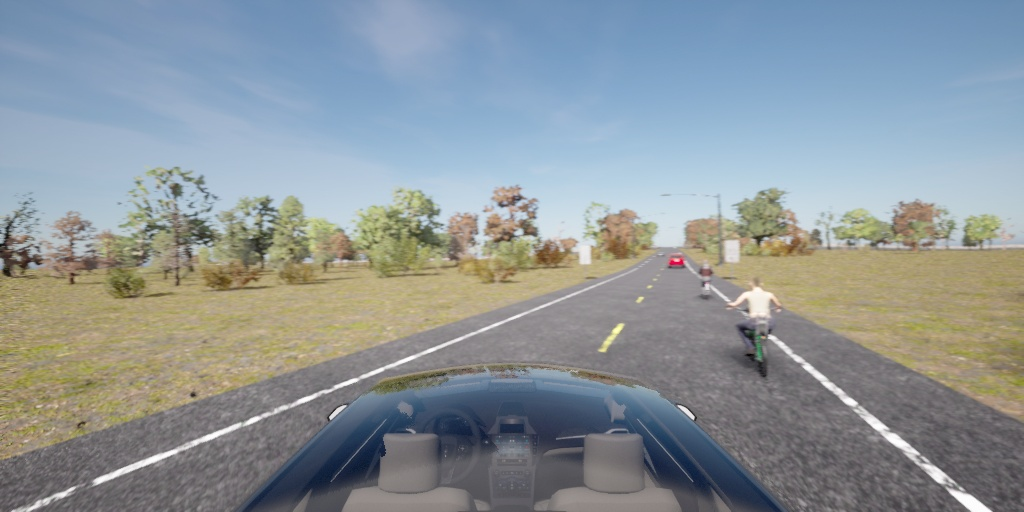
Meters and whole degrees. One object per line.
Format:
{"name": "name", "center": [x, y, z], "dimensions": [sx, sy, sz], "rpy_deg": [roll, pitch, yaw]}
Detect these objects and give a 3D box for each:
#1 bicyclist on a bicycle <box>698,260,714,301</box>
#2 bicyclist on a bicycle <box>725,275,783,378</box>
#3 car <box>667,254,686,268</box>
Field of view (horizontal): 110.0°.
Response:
{"name": "bicyclist on a bicycle", "center": [8.563, 1.041, 15.841], "dimensions": [0.659, 1.776, 1.843], "rpy_deg": [-1, 0, 24]}
{"name": "bicyclist on a bicycle", "center": [4.190, 1.129, 6.161], "dimensions": [0.866, 1.612, 1.509], "rpy_deg": [-1, 0, 24]}
{"name": "car", "center": [23.889, 0.672, 52.055], "dimensions": [2.150, 2.045, 5.566], "rpy_deg": [-1, 1, 24]}
